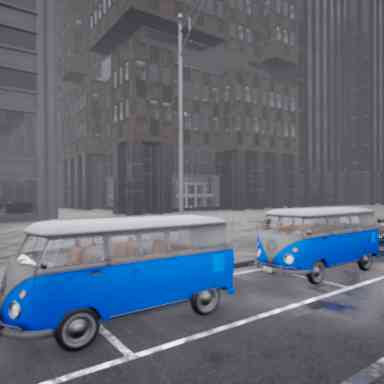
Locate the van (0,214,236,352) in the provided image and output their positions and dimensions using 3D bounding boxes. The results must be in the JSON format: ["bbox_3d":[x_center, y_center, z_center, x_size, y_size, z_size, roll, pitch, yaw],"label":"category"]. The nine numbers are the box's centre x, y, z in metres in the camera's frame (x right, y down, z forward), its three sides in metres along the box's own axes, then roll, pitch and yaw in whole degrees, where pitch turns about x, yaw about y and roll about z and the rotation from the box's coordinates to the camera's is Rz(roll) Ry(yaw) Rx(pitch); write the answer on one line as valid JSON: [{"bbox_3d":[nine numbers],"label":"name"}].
[{"bbox_3d":[-1.080,1.333,5.883,3.998,1.788,1.690,0,0,-35],"label":"van"}]

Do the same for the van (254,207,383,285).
[{"bbox_3d":[3.512,1.316,9.158,3.998,1.788,1.690,0,0,-35],"label":"van"}]
